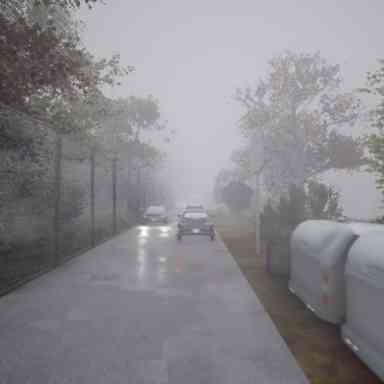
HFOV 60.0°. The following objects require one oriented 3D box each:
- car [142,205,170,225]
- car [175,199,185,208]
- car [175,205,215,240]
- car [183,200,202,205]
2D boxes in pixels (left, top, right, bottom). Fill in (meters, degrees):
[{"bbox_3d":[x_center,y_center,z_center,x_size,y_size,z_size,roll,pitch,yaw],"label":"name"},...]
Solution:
[{"bbox_3d":[-2.699,1.734,25.831,1.812,1.442,4.674,0,-1,0],"label":"car"},{"bbox_3d":[-2.174,2.450,66.791,2.150,2.045,5.566,0,-2,1],"label":"car"},{"bbox_3d":[0.205,1.631,17.603,1.812,1.442,4.674,0,-1,0],"label":"car"},{"bbox_3d":[0.329,1.853,35.814,1.882,1.535,5.008,0,-1,1],"label":"car"}]
